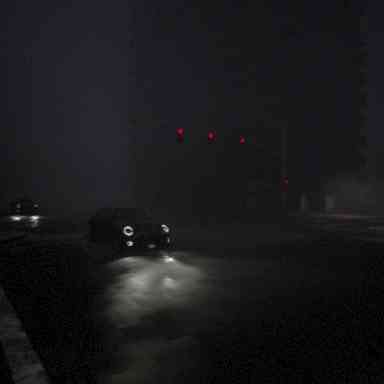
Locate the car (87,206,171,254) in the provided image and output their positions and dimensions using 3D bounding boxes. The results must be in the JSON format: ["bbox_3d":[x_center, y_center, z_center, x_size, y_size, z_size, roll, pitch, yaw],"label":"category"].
[{"bbox_3d":[-2.773,1.421,14.112,2.097,1.767,4.553,1,0,-36],"label":"car"}]

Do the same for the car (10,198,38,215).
[{"bbox_3d":[-17.377,1.406,34.394,2.097,1.767,4.553,1,0,-36],"label":"car"}]
